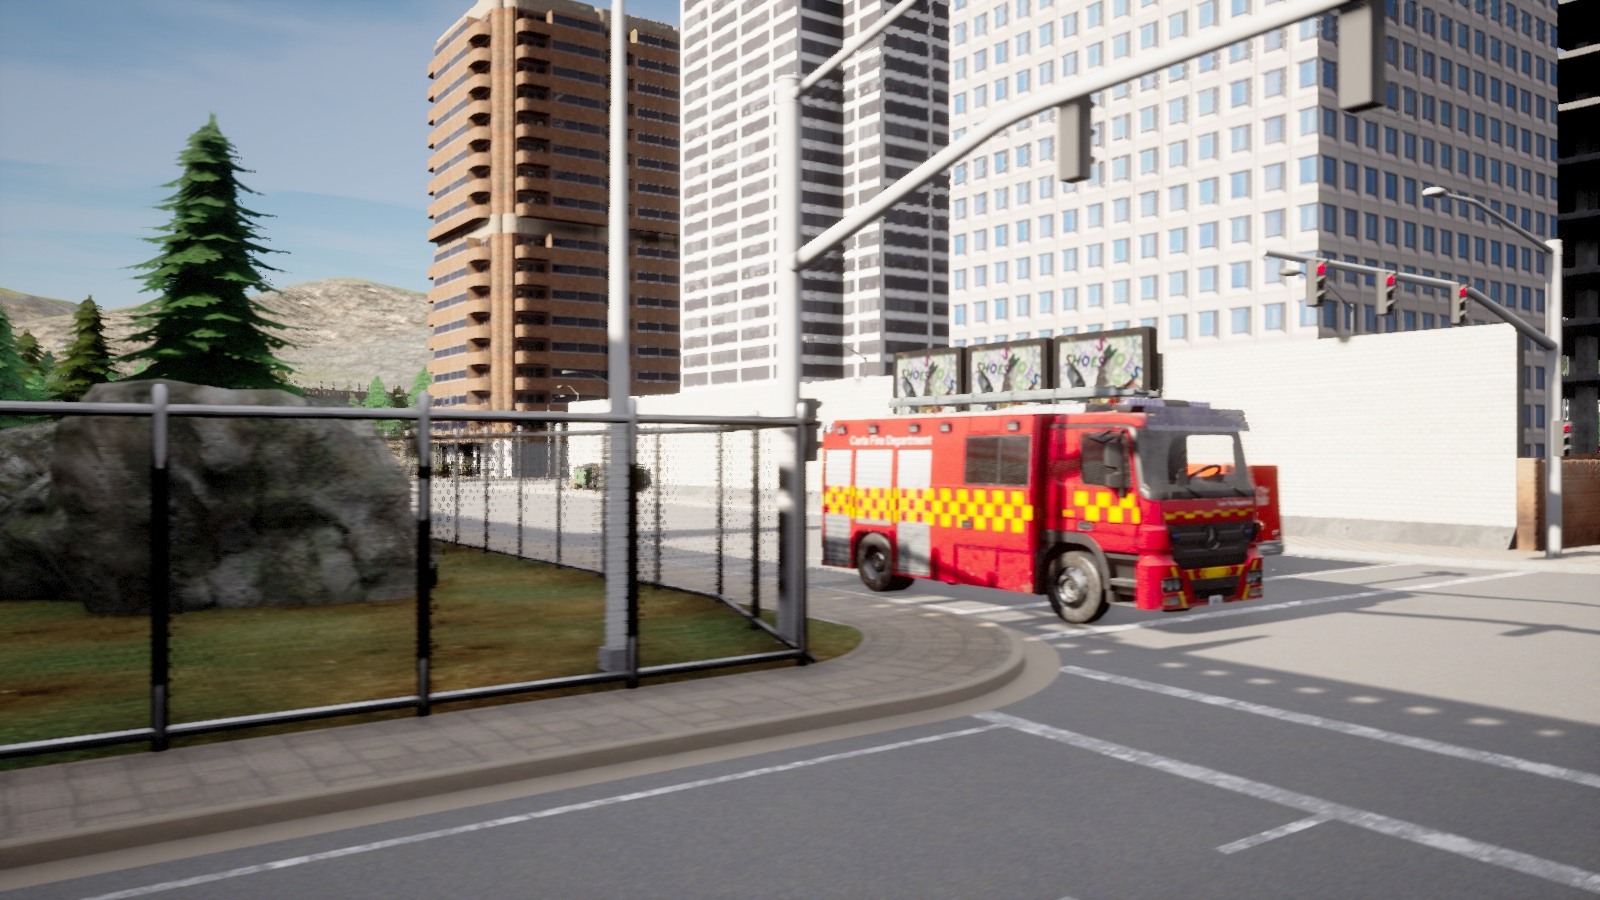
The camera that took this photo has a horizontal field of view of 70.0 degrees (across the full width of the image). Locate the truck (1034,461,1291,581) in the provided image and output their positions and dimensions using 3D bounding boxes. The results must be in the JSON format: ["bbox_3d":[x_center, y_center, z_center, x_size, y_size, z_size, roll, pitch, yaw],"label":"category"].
[{"bbox_3d":[8.340,1.509,26.785,2.627,2.467,5.204,0,0,-34],"label":"truck"}]

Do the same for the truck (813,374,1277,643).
[{"bbox_3d":[3.874,0.837,20.552,2.891,3.827,8.468,0,0,-35],"label":"truck"}]

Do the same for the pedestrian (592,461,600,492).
[{"bbox_3d":[-12.597,1.641,70.500,0.375,1.860,0.375,0,0,-33],"label":"pedestrian"}]
